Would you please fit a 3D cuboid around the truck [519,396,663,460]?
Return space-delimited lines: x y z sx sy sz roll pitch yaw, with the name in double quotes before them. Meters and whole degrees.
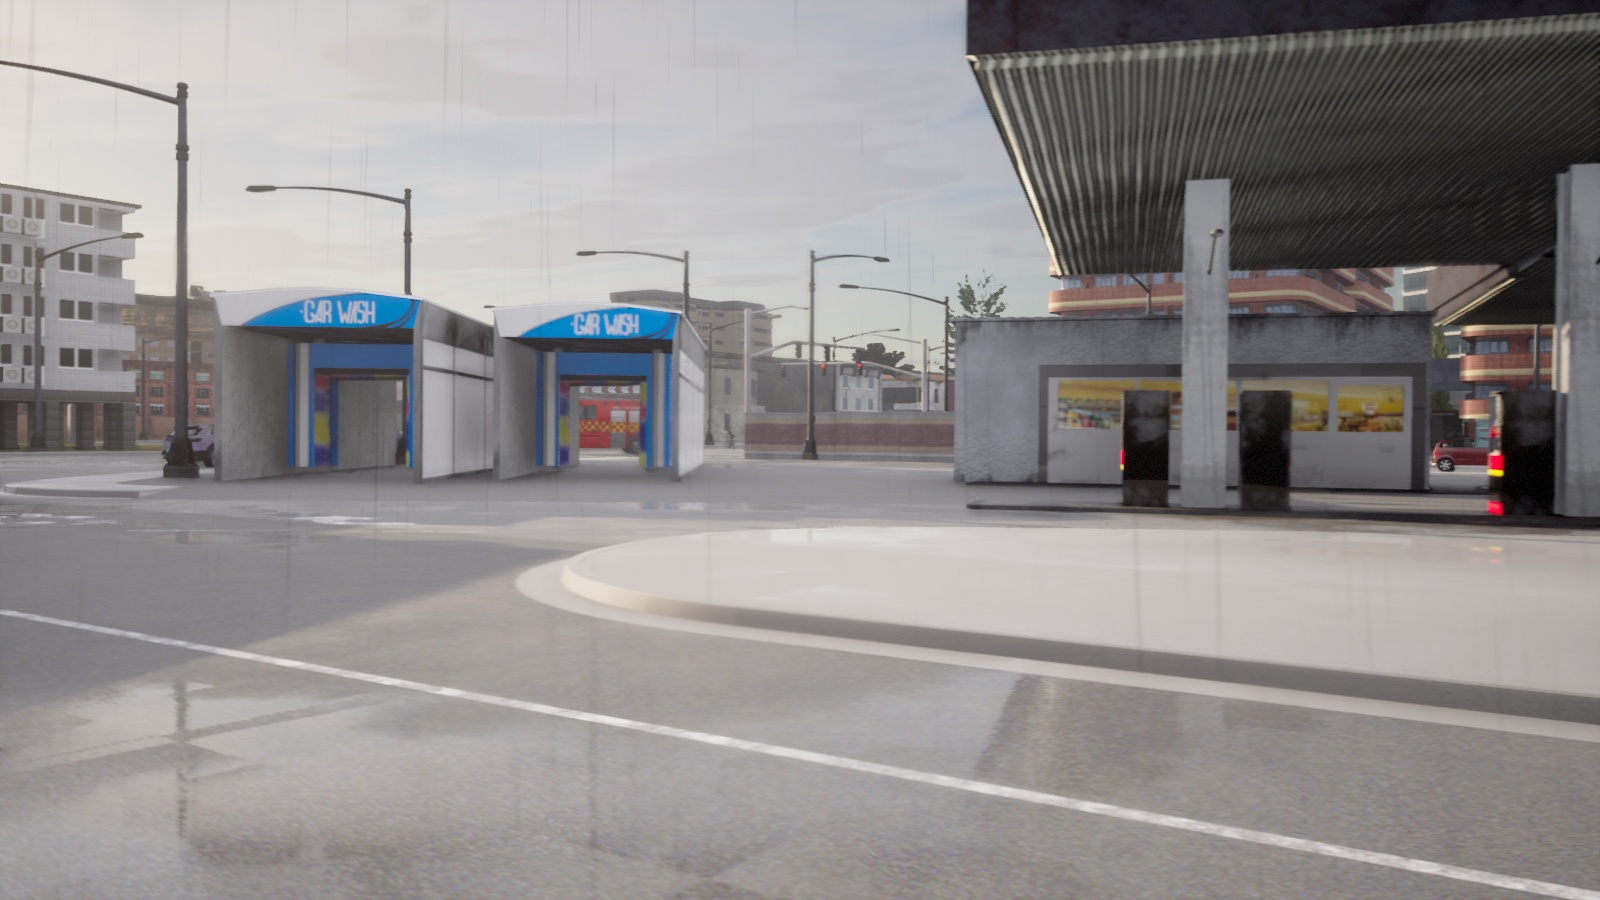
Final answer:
"truck" -13.041 -1.404 78.350 8.468 3.827 2.891 -1 1 -18

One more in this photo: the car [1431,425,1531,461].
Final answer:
"car" 29.620 -0.304 54.638 3.705 1.549 1.789 0 1 32

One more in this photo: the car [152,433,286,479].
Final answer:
"car" -22.220 0.204 48.275 2.033 1.649 4.856 0 1 15
